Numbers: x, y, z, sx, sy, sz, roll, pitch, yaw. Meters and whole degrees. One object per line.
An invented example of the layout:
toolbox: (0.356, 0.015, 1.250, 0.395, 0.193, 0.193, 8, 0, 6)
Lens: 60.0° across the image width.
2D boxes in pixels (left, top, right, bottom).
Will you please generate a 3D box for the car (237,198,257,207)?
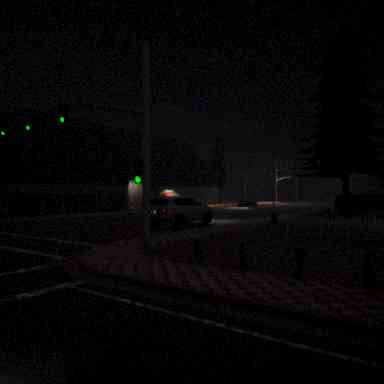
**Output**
car: (9.201, 1.756, 55.036, 1.812, 1.442, 4.674, -1, -1, 36)

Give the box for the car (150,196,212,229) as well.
car: (-0.789, 1.304, 23.132, 2.150, 2.045, 5.566, -1, 0, 36)
